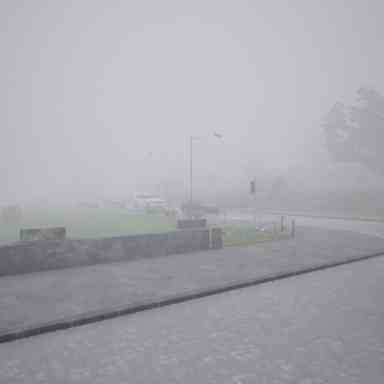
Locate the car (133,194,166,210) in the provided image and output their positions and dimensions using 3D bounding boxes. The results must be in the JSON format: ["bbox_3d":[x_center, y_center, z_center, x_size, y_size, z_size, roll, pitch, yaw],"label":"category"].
[{"bbox_3d":[-5.435,1.221,41.868,2.150,2.045,5.566,0,0,-36],"label":"car"}]

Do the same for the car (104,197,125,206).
[{"bbox_3d":[-11.930,1.478,51.048,1.882,1.535,5.008,0,0,-35],"label":"car"}]

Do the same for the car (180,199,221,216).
[{"bbox_3d":[0.785,1.478,33.139,1.882,1.535,5.008,0,0,-36],"label":"car"}]
